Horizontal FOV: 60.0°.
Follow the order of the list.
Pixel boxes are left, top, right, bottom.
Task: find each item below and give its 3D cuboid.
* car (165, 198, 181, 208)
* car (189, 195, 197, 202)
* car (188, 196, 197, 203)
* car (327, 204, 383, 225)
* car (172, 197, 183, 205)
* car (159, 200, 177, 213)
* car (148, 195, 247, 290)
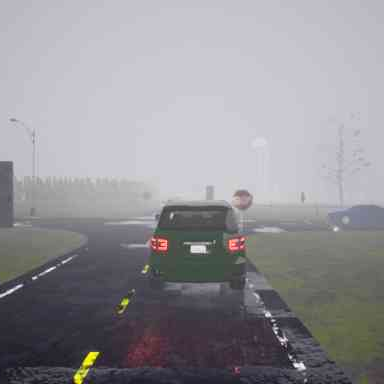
[{"bbox_3d":[-2.709,1.594,48.831,1.994,1.385,4.181,0,0,1],"label":"car"},{"bbox_3d":[0.184,1.490,80.204,1.882,1.535,5.008,0,0,0],"label":"car"},{"bbox_3d":[0.165,1.585,70.201,1.812,1.442,4.674,0,0,0],"label":"car"},{"bbox_3d":[12.930,1.668,25.380,5.008,1.535,1.882,1,1,0],"label":"car"},{"bbox_3d":[-2.642,1.574,61.157,1.812,1.442,4.674,0,0,1],"label":"car"},{"bbox_3d":[-2.731,1.619,38.874,1.895,1.301,4.718,0,0,-1],"label":"car"},{"bbox_3d":[0.108,1.221,9.220,2.150,2.045,5.566,0,0,0],"label":"car"}]
